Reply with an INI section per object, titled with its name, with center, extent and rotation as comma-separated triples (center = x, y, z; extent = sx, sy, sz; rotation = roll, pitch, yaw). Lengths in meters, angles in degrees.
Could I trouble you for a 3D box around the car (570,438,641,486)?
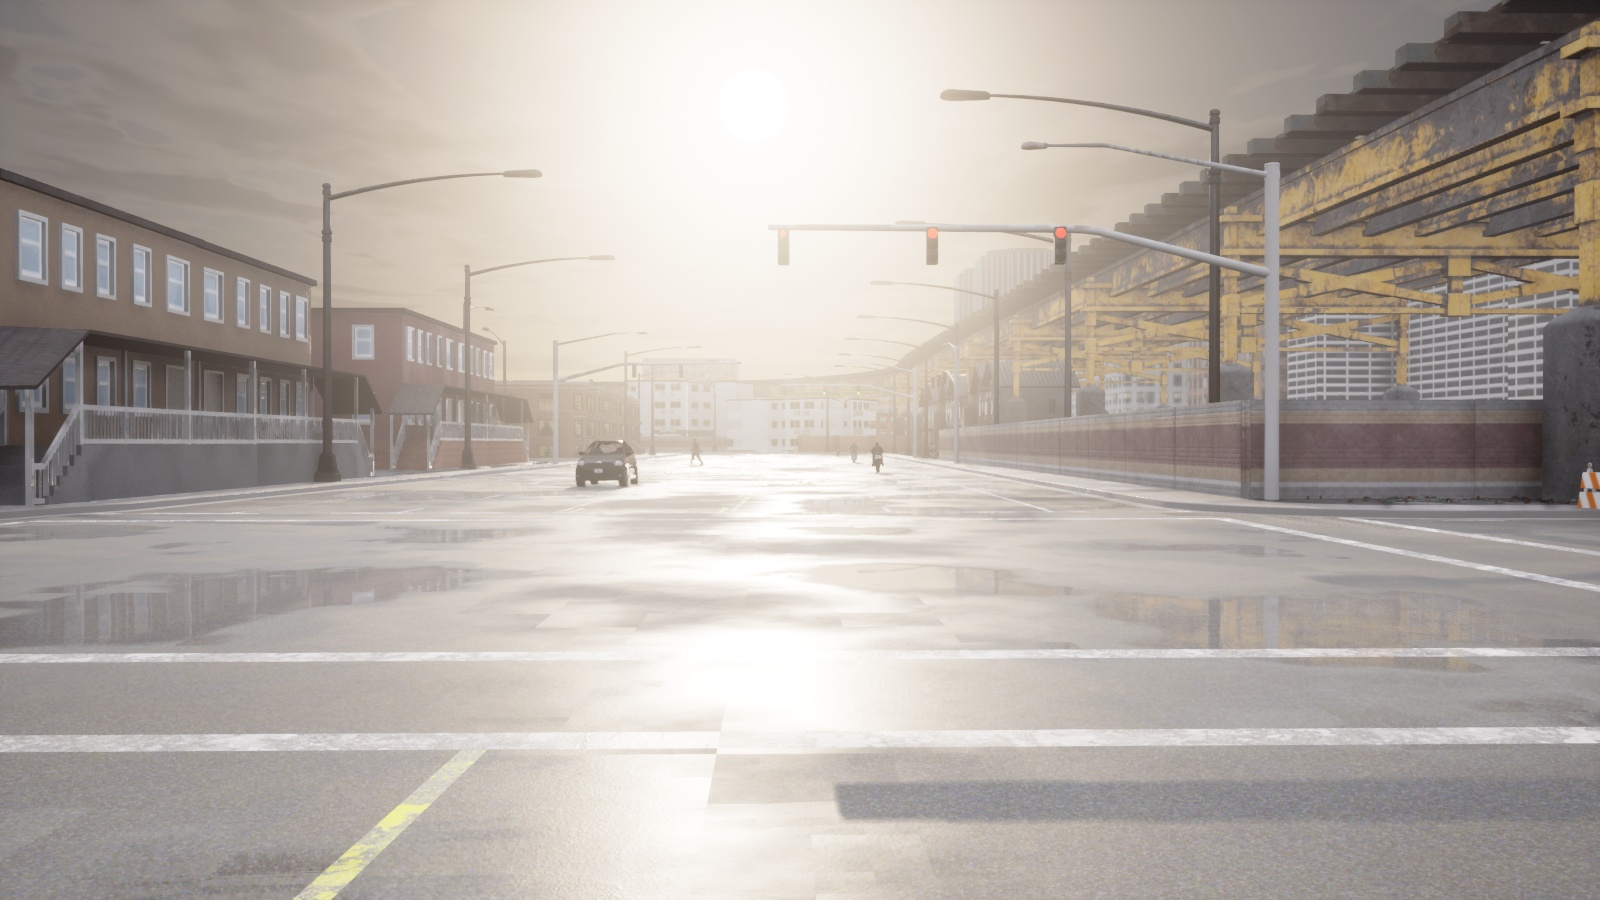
[car]
center = -6.734, 0.391, 43.925
extent = 1.851, 1.617, 3.988
rotation = 0, 0, 0
